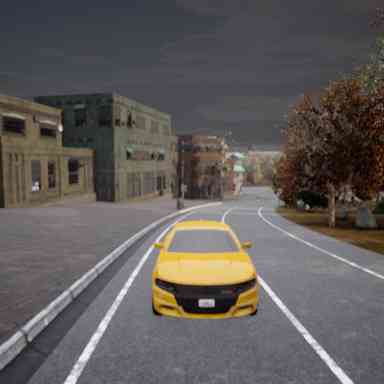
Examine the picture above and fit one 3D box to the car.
[{"bbox_3d":[0.226,1.446,7.679,1.882,1.535,5.008,0,0,0],"label":"car"}]
